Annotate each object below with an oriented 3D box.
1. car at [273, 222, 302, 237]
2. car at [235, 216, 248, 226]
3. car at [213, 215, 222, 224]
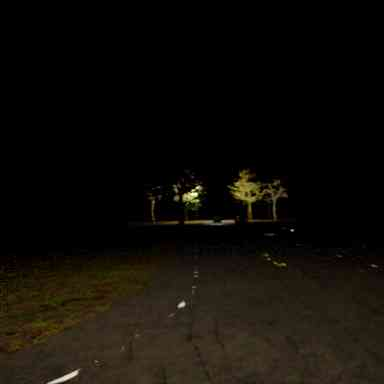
[{"bbox_3d":[9.315,3.655,32.758,1.994,1.385,4.181,-1,-4,1],"label":"car"},{"bbox_3d":[9.967,5.822,67.265,2.150,2.045,5.566,-1,-4,1],"label":"car"},{"bbox_3d":[6.545,7.092,84.719,2.150,2.045,5.566,-1,-4,5],"label":"car"}]
